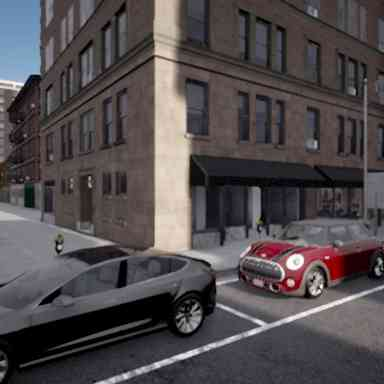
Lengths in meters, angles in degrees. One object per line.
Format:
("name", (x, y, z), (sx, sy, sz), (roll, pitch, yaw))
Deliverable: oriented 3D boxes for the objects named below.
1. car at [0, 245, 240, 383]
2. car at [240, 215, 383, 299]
("car", (-1.555, 1.568, 5.080), (4.313, 1.339, 1.947), (0, 0, -36))
("car", (3.057, 1.448, 8.398), (4.097, 1.590, 1.967), (0, 0, -36))
